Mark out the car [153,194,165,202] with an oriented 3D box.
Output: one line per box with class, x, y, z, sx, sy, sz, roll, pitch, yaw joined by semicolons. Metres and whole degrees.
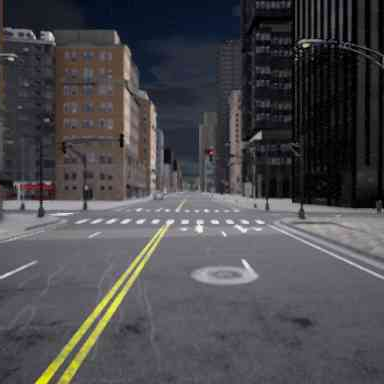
car;-6.487;1.101;65.024;1.812;1.442;4.674;0;1;0
